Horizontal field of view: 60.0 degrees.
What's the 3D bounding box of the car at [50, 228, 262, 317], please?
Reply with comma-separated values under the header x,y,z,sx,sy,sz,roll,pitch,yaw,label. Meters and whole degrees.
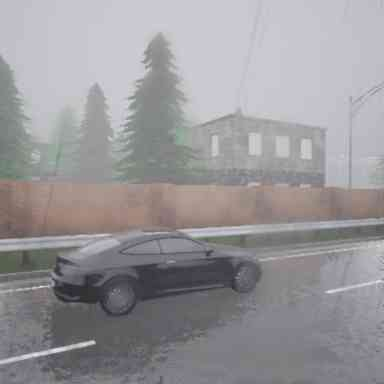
x,y,z,sx,sy,sz,roll,pitch,yaw,label
-0.602,1.532,7.352,4.674,1.442,1.812,1,0,-30,car
